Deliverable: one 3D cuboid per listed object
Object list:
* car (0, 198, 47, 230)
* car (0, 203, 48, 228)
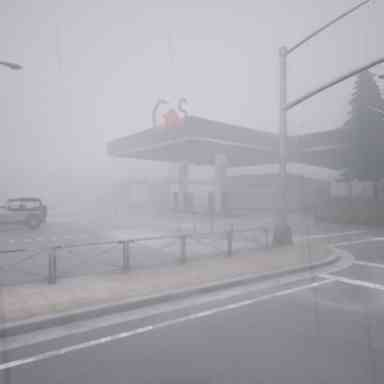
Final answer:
[{"bbox_3d":[-10.666,1.276,19.754,3.866,1.878,1.905,0,0,-36],"label":"car"},{"bbox_3d":[-12.109,1.562,22.811,3.806,1.475,1.970,0,0,-36],"label":"car"}]
